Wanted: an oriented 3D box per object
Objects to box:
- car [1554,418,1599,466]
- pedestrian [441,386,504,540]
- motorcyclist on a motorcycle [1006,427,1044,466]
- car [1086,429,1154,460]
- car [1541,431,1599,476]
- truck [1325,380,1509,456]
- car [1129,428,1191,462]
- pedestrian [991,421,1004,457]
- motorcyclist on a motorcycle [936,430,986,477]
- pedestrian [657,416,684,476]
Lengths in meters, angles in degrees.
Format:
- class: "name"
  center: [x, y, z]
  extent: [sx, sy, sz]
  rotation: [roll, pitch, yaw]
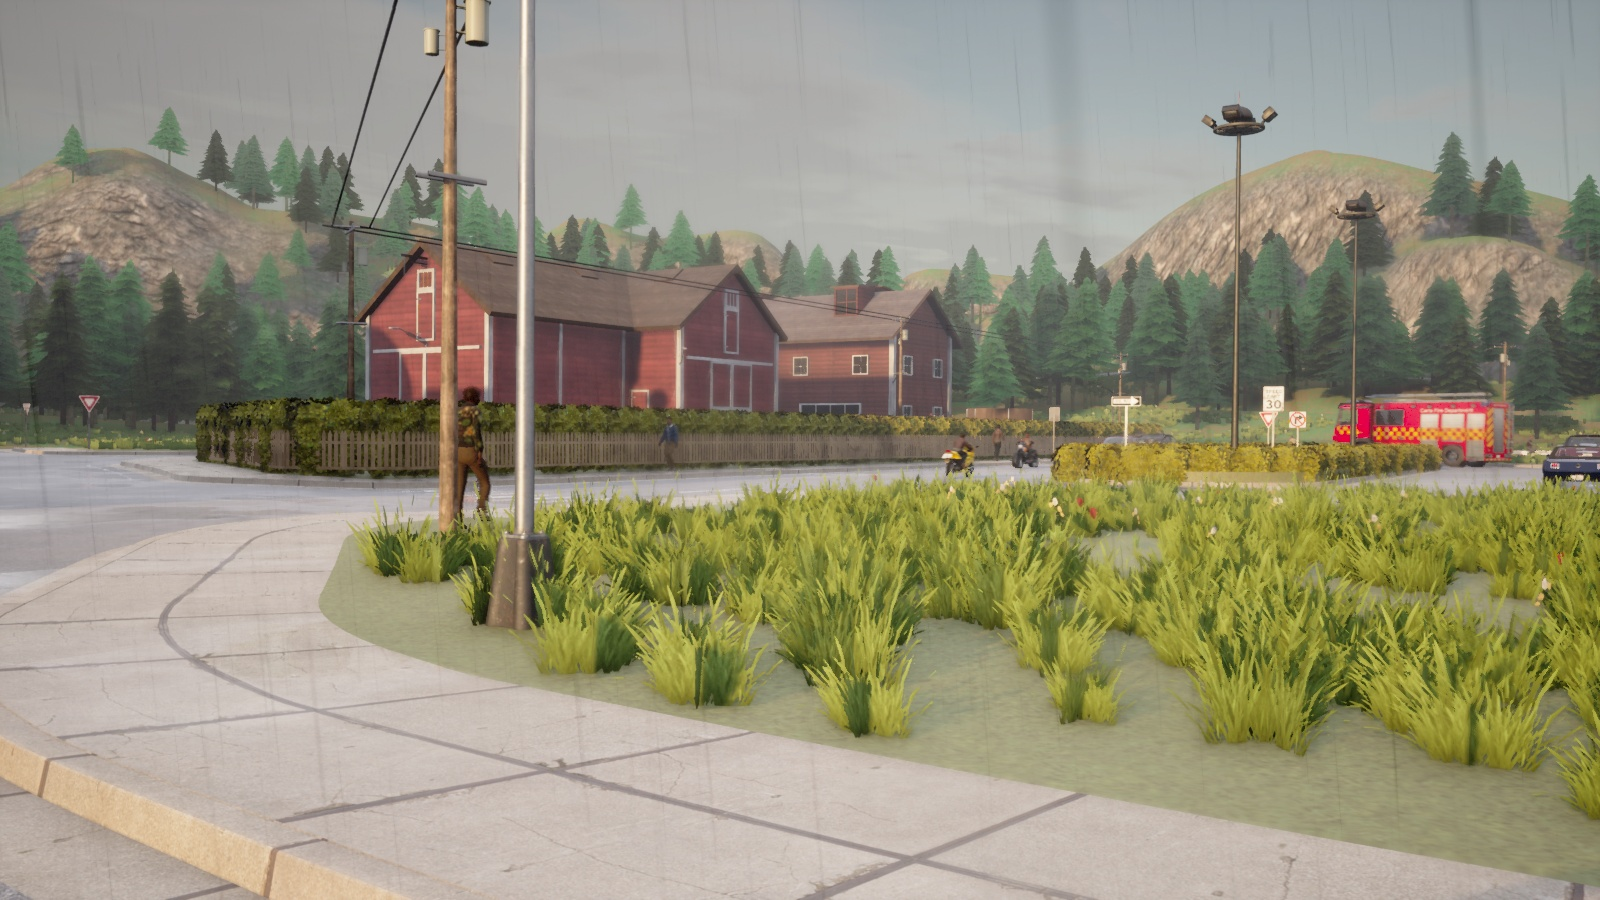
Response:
- class: "car"
  center: [30.131, -0.338, 47.966]
  extent: [2.097, 1.767, 4.553]
  rotation: [0, 1, 33]
- class: "pedestrian"
  center: [-4.210, 0.163, 16.161]
  extent: [0.395, 1.930, 0.692]
  rotation: [0, 1, 27]
- class: "motorcyclist on a motorcycle"
  center: [9.859, -0.159, 55.034]
  extent: [0.766, 1.649, 2.350]
  rotation: [0, 1, 34]
- class: "car"
  center: [16.648, -0.332, 65.195]
  extent: [1.882, 1.535, 5.008]
  rotation: [0, 1, 34]
- class: "car"
  center: [24.522, 0.071, 39.443]
  extent: [1.895, 1.301, 4.718]
  rotation: [0, 1, 33]
- class: "truck"
  center: [32.786, -1.646, 67.119]
  extent: [2.891, 3.827, 8.468]
  rotation: [-1, 1, -37]
- class: "car"
  center: [17.125, -0.259, 59.608]
  extent: [1.789, 1.549, 3.705]
  rotation: [0, 1, 34]
- class: "pedestrian"
  center: [9.722, -0.546, 61.861]
  extent: [0.328, 1.805, 0.869]
  rotation: [0, 1, 28]
- class: "motorcyclist on a motorcycle"
  center: [5.404, 0.090, 42.066]
  extent: [0.797, 1.523, 2.044]
  rotation: [0, 1, 34]
- class: "pedestrian"
  center: [-4.214, -0.134, 40.930]
  extent: [0.423, 1.949, 0.788]
  rotation: [0, 1, 36]
